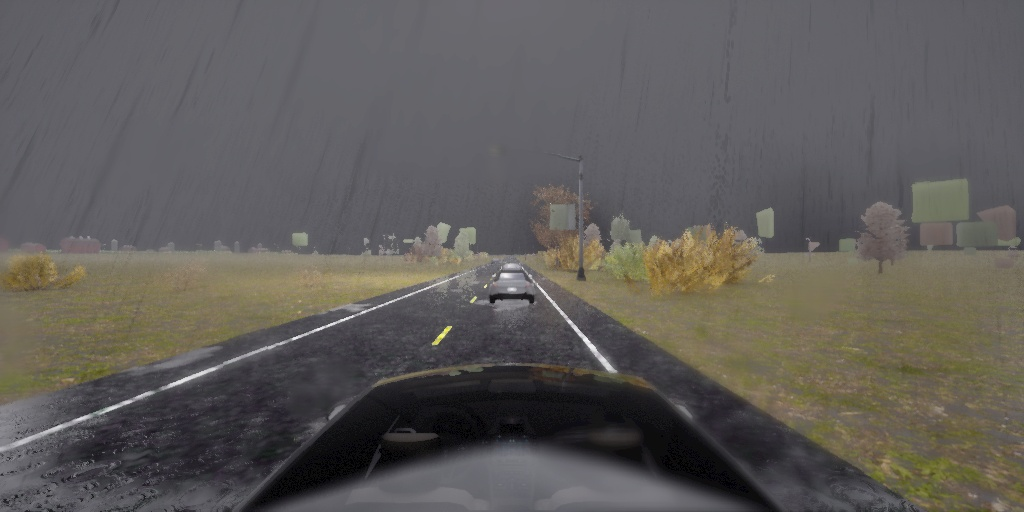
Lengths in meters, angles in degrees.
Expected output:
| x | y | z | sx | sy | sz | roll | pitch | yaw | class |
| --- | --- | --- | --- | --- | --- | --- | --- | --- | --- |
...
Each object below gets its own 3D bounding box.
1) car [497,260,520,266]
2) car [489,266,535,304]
| x | y | z | sx | sy | sz | roll | pitch | yaw | class |
| --- | --- | --- | --- | --- | --- | --- | --- | --- | --- |
| 0.000 | 1.304 | 31.500 | 2.033 | 1.411 | 5.357 | 0 | 0 | 0 | car |
| 0.000 | 1.320 | 16.500 | 1.994 | 1.385 | 4.181 | 0 | 0 | 0 | car |
